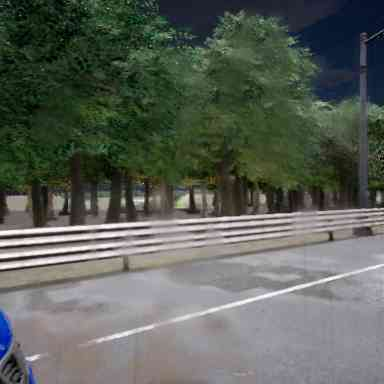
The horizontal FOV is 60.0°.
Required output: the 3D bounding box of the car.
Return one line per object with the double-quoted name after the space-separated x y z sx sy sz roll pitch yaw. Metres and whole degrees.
-3.601 1.229 1.179 5.566 2.045 2.150 -1 0 -36 "car"
